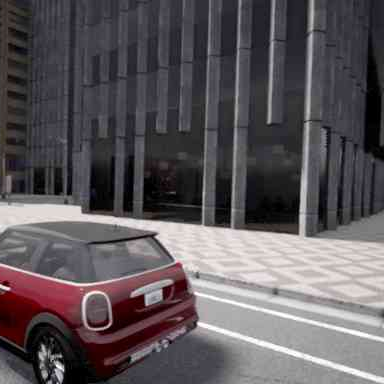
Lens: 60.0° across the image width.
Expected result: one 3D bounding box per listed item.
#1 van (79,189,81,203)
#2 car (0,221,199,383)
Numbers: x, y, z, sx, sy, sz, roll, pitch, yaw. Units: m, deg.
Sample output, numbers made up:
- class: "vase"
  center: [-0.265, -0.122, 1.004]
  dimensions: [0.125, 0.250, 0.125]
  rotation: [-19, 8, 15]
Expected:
- class: "van"
  center: [-13.016, 0.503, 42.817]
  dimensions: [1.690, 1.788, 3.998]
  rotation: [3, 2, 36]
- class: "car"
  center: [-2.181, 1.239, 5.247]
  dimensions: [4.553, 1.767, 2.097]
  rotation: [2, 1, 36]
